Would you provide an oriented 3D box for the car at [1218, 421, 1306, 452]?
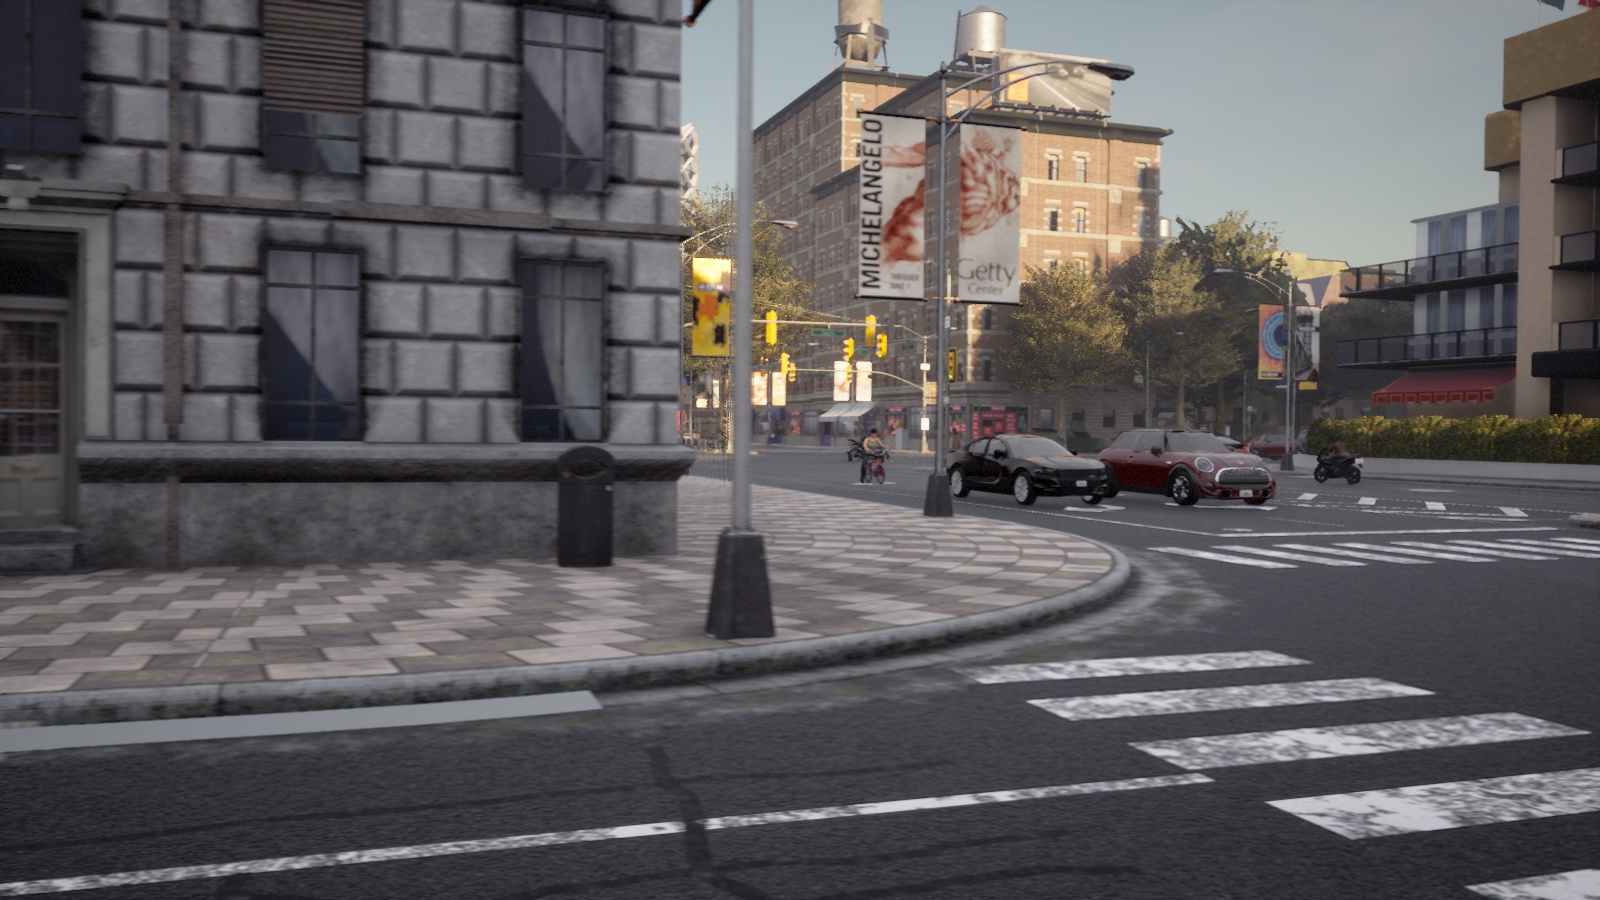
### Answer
[{"bbox_3d":[27.392,-0.827,74.474,4.553,1.767,2.097,-1,1,-20],"label":"car"}]

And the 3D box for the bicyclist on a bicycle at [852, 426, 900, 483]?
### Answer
[{"bbox_3d":[2.213,0.127,36.723,0.866,1.612,1.509,-1,1,-19],"label":"bicyclist on a bicycle"}]

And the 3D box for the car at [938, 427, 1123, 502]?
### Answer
[{"bbox_3d":[5.087,0.266,28.541,1.882,1.535,5.008,-1,1,-19],"label":"car"}]

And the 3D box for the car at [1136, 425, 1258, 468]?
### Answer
[{"bbox_3d":[14.629,-0.155,46.522,2.007,1.525,4.514,-1,1,-19],"label":"car"}]

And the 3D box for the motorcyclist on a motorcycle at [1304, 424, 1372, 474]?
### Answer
[{"bbox_3d":[17.026,-0.039,39.803,0.797,1.523,2.044,-1,1,-19],"label":"motorcyclist on a motorcycle"}]

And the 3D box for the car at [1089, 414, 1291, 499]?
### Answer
[{"bbox_3d":[8.751,0.105,28.662,2.097,1.767,4.553,-1,1,-19],"label":"car"}]

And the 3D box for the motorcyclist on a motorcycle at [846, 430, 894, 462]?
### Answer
[{"bbox_3d":[3.468,-0.194,62.207,2.191,1.530,0.866,-1,1,-20],"label":"motorcyclist on a motorcycle"}]
